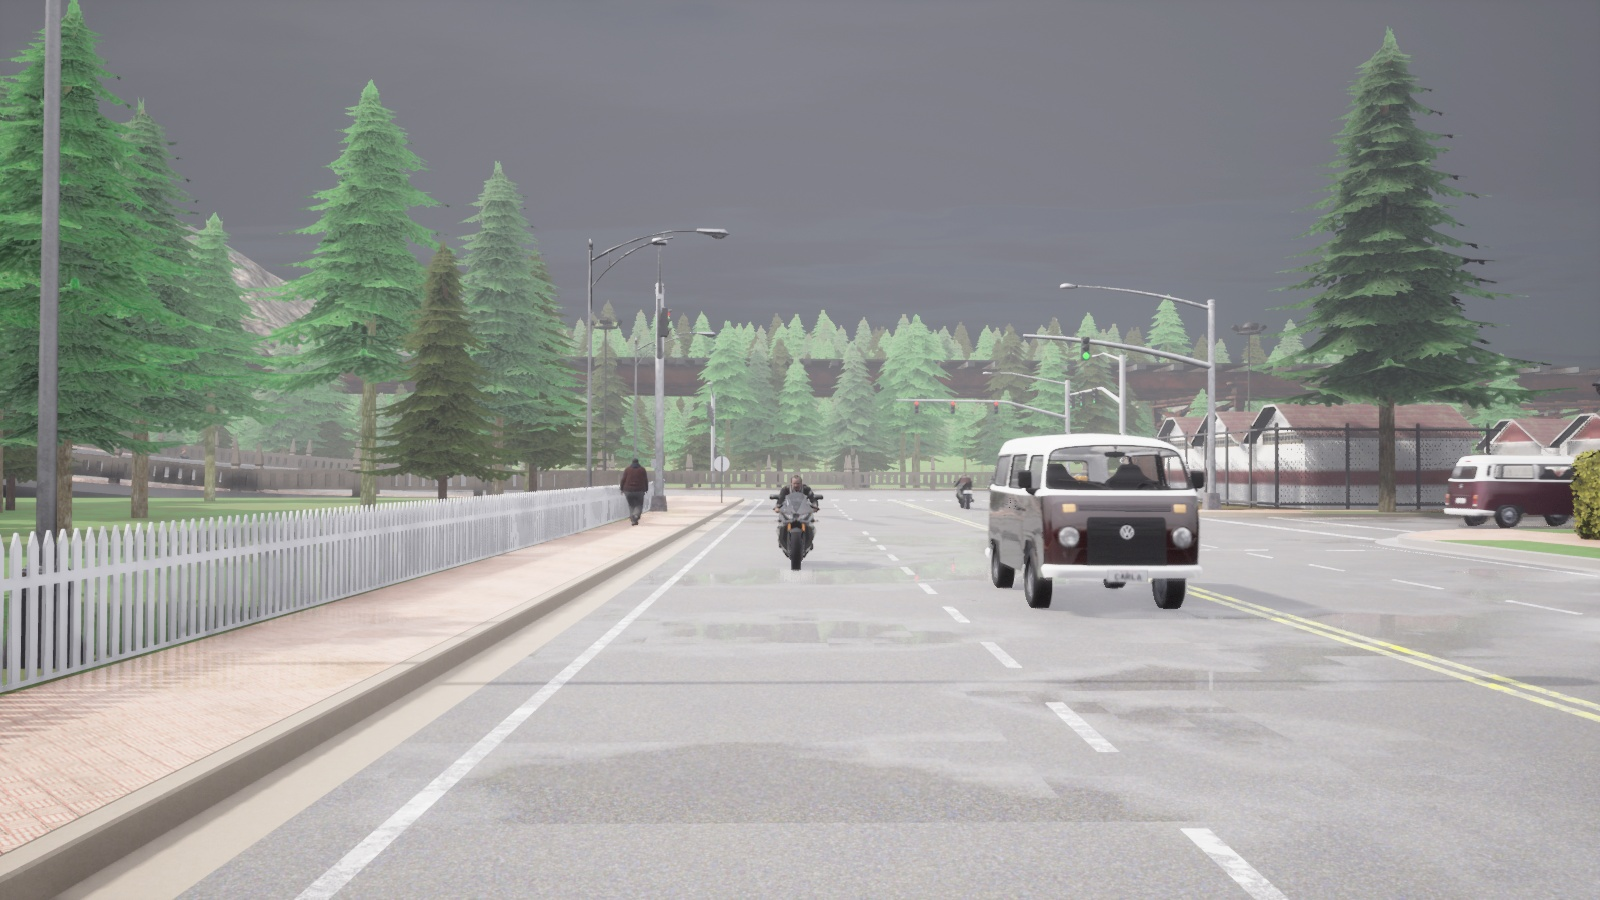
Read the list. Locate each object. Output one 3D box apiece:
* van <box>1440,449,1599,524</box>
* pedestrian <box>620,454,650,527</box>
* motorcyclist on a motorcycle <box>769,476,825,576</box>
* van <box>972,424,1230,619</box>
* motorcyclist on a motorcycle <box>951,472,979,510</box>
[{"bbox_3d":[20.875,1.011,35.550,4.480,2.038,2.069,0,-1,-4],"label":"van"},{"bbox_3d":[-4.214,1.029,32.164,0.634,1.844,0.899,0,-1,1],"label":"pedestrian"},{"bbox_3d":[-0.050,1.191,20.380,0.866,1.530,2.191,0,-1,0],"label":"motorcyclist on a motorcycle"},{"bbox_3d":[3.461,0.783,15.420,2.069,2.038,4.480,0,-1,0],"label":"van"},{"bbox_3d":[6.870,1.700,52.404,0.866,1.530,2.191,0,-1,0],"label":"motorcyclist on a motorcycle"}]
